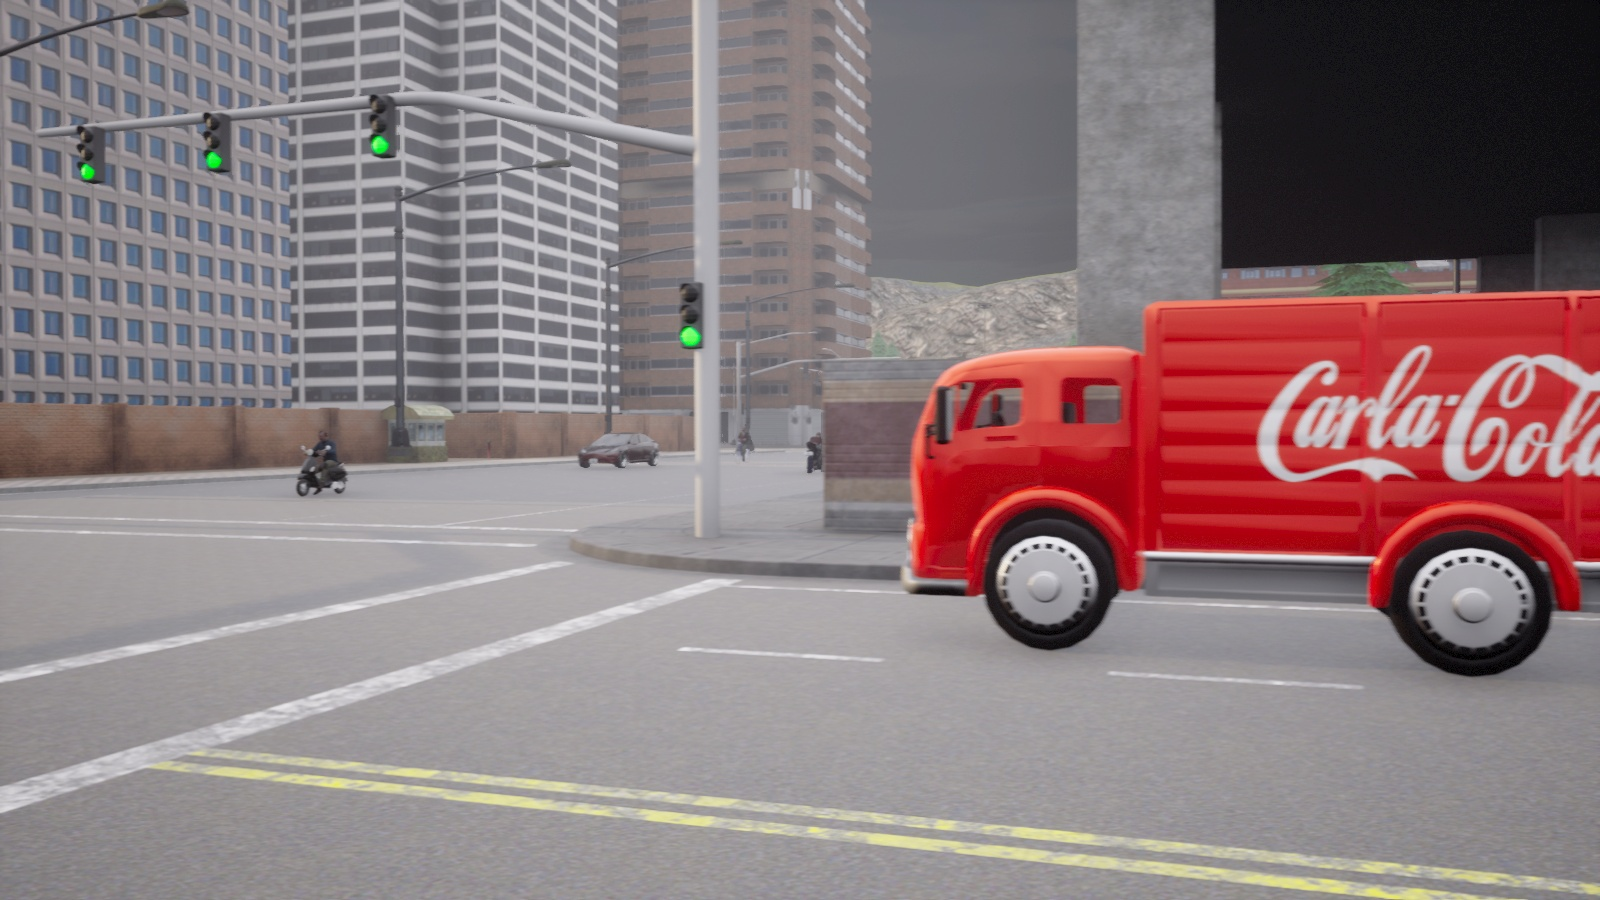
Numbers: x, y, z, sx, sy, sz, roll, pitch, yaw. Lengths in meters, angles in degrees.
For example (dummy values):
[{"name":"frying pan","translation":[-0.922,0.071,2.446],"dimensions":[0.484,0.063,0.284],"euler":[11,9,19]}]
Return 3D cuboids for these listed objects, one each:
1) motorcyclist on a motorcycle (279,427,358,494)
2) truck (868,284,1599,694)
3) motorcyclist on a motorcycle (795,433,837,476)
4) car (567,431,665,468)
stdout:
[{"name":"motorcyclist on a motorcycle","translation":[-11.908,0.236,31.138],"dimensions":[0.866,1.590,1.817],"euler":[1,1,19]},{"name":"truck","translation":[3.379,0.201,9.434],"dimensions":[5.204,2.467,2.627],"euler":[1,1,19]},{"name":"motorcyclist on a motorcycle","translation":[0.605,0.129,45.864],"dimensions":[0.866,1.530,2.191],"euler":[1,1,19]},{"name":"car","translation":[-7.786,-0.063,53.710],"dimensions":[2.163,1.488,4.792],"euler":[1,1,19]}]
